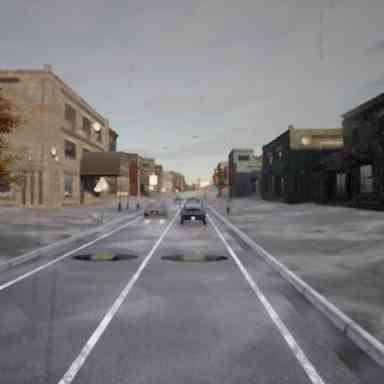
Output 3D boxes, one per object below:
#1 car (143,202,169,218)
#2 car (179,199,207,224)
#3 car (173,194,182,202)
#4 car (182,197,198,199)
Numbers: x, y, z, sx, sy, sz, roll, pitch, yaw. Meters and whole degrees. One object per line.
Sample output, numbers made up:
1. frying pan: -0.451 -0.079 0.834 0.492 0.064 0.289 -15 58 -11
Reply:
1. car: -3.117 1.582 29.645 1.994 1.385 4.181 0 0 0
2. car: 0.081 1.527 25.017 1.837 1.490 4.892 0 0 0
3. car: -3.050 1.187 71.985 2.097 1.767 4.553 0 0 0
4. car: 0.068 1.417 43.400 2.033 1.649 4.856 0 0 0
